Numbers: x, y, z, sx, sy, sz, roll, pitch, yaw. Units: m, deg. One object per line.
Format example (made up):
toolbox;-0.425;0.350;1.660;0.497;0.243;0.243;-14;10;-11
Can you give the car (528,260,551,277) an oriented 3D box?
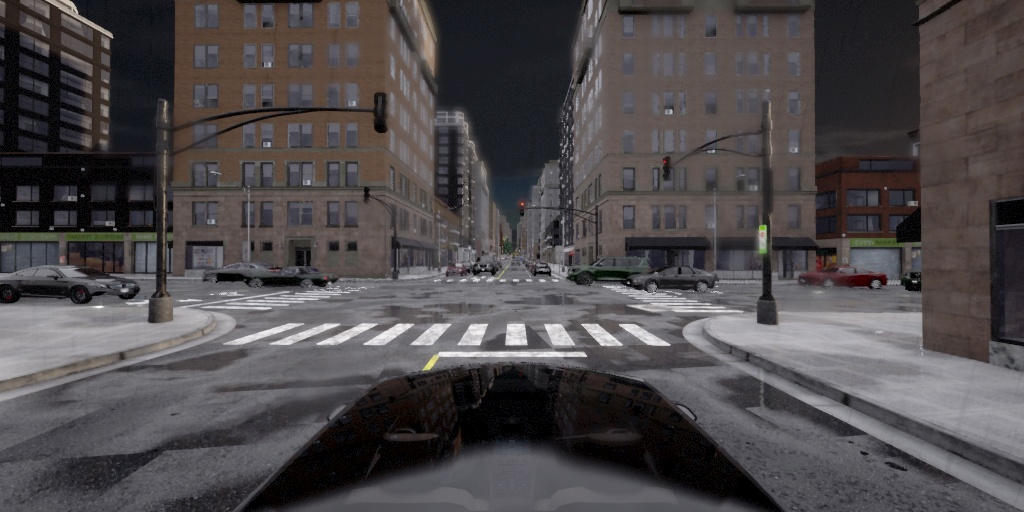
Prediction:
car;2.962;1.319;36.197;1.948;1.339;4.313;0;0;1

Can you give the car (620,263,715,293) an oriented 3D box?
car;9.142;1.332;20.826;4.892;1.490;1.837;1;-1;-3

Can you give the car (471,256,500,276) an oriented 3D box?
car;-2.787;0.976;37.804;2.150;2.045;5.566;0;0;1

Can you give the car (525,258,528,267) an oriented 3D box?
car;3.096;1.303;47.258;2.007;1.370;4.403;0;0;1

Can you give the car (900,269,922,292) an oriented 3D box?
car;26.234;1.177;20.913;5.566;2.045;2.150;1;-1;0

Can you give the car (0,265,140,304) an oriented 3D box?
car;-17.929;1.106;14.483;4.674;1.442;1.812;0;-1;1

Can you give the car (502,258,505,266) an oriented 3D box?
car;-2.529;1.353;58.148;1.895;1.301;4.718;0;0;1

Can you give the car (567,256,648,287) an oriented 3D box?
car;6.554;1.043;24.288;5.566;2.045;2.150;2;-1;0

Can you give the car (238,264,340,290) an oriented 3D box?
car;-12.932;1.283;21.139;4.718;1.301;1.895;0;-1;0

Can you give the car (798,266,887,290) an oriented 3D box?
car;22.185;1.437;24.182;5.008;1.535;1.882;0;-1;0

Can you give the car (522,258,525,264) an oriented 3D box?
car;3.298;1.316;63.849;1.948;1.339;4.313;0;0;1

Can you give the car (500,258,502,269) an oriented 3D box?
car;-2.665;1.258;47.892;1.837;1.490;4.892;0;0;1

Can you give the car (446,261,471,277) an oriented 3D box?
car;-5.563;1.336;36.297;1.802;1.307;4.207;0;0;1

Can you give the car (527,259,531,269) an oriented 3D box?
car;3.029;1.298;41.728;1.888;1.381;4.507;0;0;1

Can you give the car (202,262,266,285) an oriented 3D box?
car;-18.242;1.169;24.431;4.902;1.511;2.128;0;-1;0
